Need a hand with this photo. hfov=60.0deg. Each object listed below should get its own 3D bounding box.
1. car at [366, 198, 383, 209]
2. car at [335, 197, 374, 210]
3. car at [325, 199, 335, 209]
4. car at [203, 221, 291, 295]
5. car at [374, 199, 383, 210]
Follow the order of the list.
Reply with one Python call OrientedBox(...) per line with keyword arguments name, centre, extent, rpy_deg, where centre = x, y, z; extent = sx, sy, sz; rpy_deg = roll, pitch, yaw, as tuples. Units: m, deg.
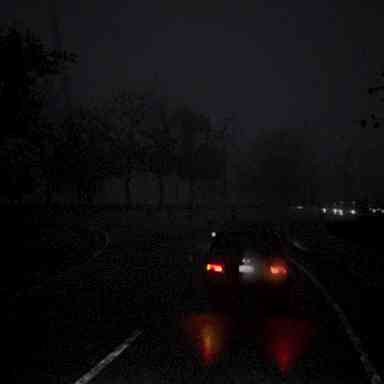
OrientedBox(name="car", centre=(31.239, 1.891, 55.558), extent=(4.553, 1.767, 2.097), rpy_deg=(2, -1, -38))
OrientedBox(name="car", centre=(21.125, 1.453, 43.164), extent=(4.553, 1.767, 2.097), rpy_deg=(2, -1, -38))
OrientedBox(name="car", centre=(21.036, 1.632, 47.549), extent=(5.008, 1.535, 1.882), rpy_deg=(2, -1, -38))
OrientedBox(name="car", centre=(1.419, 1.489, 8.778), extent=(2.033, 1.411, 5.357), rpy_deg=(0, 0, 9))
OrientedBox(name="car", centre=(28.605, 1.920, 49.004), extent=(5.357, 1.411, 2.033), rpy_deg=(2, -1, -38))
